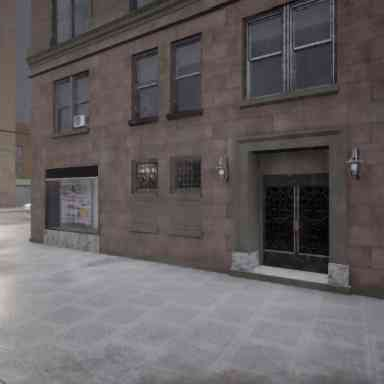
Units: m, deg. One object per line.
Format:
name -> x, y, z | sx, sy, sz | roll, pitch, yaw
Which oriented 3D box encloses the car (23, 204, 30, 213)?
car -> -15.702, 1.438, 35.851 | 1.812, 1.442, 4.674 | 0, 0, 35
